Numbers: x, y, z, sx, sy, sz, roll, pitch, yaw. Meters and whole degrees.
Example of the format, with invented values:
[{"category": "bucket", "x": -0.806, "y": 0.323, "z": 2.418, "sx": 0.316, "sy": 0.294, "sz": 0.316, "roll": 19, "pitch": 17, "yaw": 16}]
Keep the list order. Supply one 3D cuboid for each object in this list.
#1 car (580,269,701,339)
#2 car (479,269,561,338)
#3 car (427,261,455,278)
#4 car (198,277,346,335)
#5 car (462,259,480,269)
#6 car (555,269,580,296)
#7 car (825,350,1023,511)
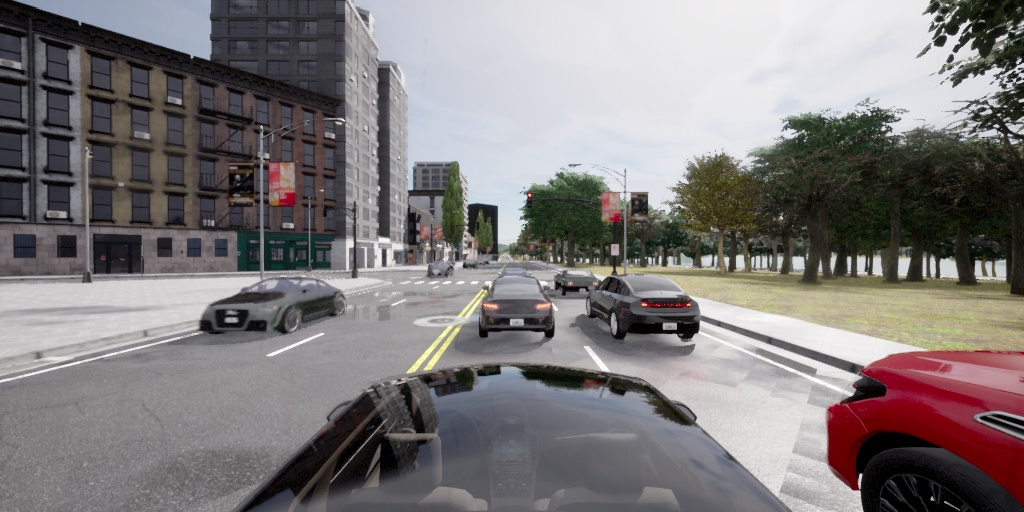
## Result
[{"category": "car", "x": 3.367, "y": 1.253, "z": 10.052, "sx": 1.837, "sy": 1.490, "sz": 4.892, "roll": 0, "pitch": 0, "yaw": 0}, {"category": "car", "x": 0.121, "y": 1.274, "z": 10.091, "sx": 1.812, "sy": 1.442, "sz": 4.674, "roll": 0, "pitch": 0, "yaw": 0}, {"category": "car", "x": -6.514, "y": 1.218, "z": 33.277, "sx": 2.128, "sy": 1.511, "sz": 4.902, "roll": 0, "pitch": 1, "yaw": 0}, {"category": "car", "x": -6.582, "y": 1.312, "z": 10.406, "sx": 1.994, "sy": 1.385, "sz": 4.181, "roll": 0, "pitch": 0, "yaw": 0}, {"category": "car", "x": -6.474, "y": 1.212, "z": 55.541, "sx": 1.882, "sy": 1.535, "sz": 5.008, "roll": 0, "pitch": 0, "yaw": 0}, {"category": "car", "x": 3.389, "y": 1.347, "z": 19.365, "sx": 1.895, "sy": 1.301, "sz": 4.718, "roll": 0, "pitch": 0, "yaw": 0}, {"category": "car", "x": 3.347, "y": 0.972, "z": 0.189, "sx": 2.150, "sy": 2.045, "sz": 5.566, "roll": 0, "pitch": 0, "yaw": 0}]
